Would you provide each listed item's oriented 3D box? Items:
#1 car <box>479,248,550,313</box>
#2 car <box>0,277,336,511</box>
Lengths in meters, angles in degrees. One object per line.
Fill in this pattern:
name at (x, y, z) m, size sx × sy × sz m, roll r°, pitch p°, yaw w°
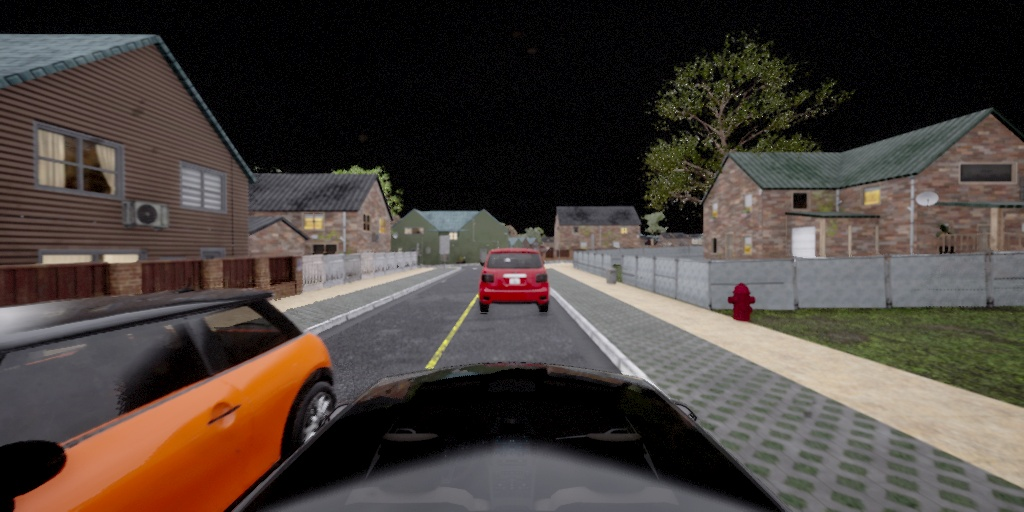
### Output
car at (0.023, 0.732, 12.772) m, size 2.150 × 2.045 × 5.566 m, roll 0°, pitch 1°, yaw -1°
car at (-2.850, 1.101, 1.779) m, size 2.097 × 1.767 × 4.553 m, roll 0°, pitch 1°, yaw 0°
